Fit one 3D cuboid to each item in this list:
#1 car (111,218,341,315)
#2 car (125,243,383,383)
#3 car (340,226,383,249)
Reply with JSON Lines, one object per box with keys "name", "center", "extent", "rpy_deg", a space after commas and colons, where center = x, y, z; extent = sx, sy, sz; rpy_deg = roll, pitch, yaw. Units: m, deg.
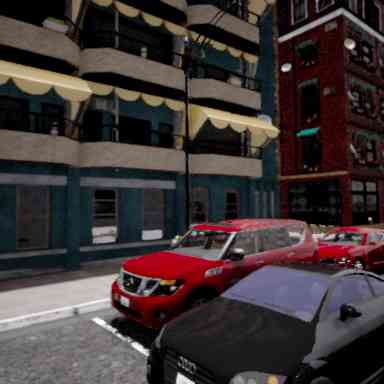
{"name": "car", "center": [0.828, 1.571, 7.269], "extent": [5.009, 1.841, 2.192], "rpy_deg": [0, -2, -38]}
{"name": "car", "center": [1.492, 1.706, 4.504], "extent": [4.181, 1.385, 1.994], "rpy_deg": [0, -3, -38]}
{"name": "car", "center": [5.203, 1.822, 10.716], "extent": [4.507, 1.381, 1.887], "rpy_deg": [0, -2, -38]}
